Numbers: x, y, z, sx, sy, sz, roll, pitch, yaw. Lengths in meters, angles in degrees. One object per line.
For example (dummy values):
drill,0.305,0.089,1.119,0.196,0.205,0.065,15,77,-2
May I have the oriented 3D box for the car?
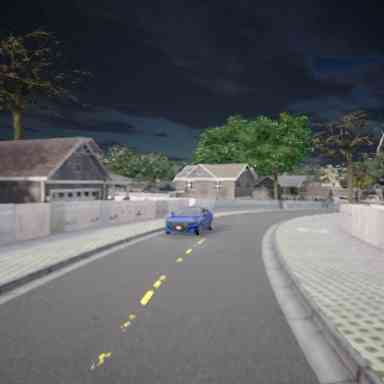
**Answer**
car,-0.027,1.551,18.976,1.882,1.535,5.008,1,-1,15
